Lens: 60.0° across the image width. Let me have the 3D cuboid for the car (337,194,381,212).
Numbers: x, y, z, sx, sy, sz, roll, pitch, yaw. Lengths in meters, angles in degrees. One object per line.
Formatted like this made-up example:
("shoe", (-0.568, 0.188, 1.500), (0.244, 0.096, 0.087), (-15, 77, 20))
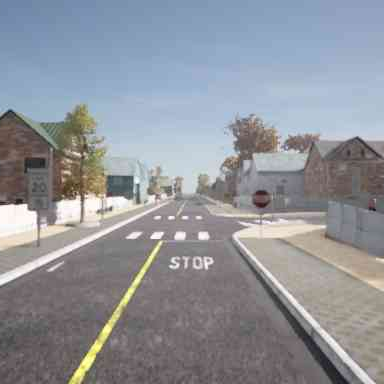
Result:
("car", (11.368, 0.911, 21.402), (4.553, 1.767, 2.097), (-2, -1, 1))

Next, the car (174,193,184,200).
("car", (-2.764, 0.978, 70.796), (1.837, 1.490, 4.892), (0, 0, 0))
